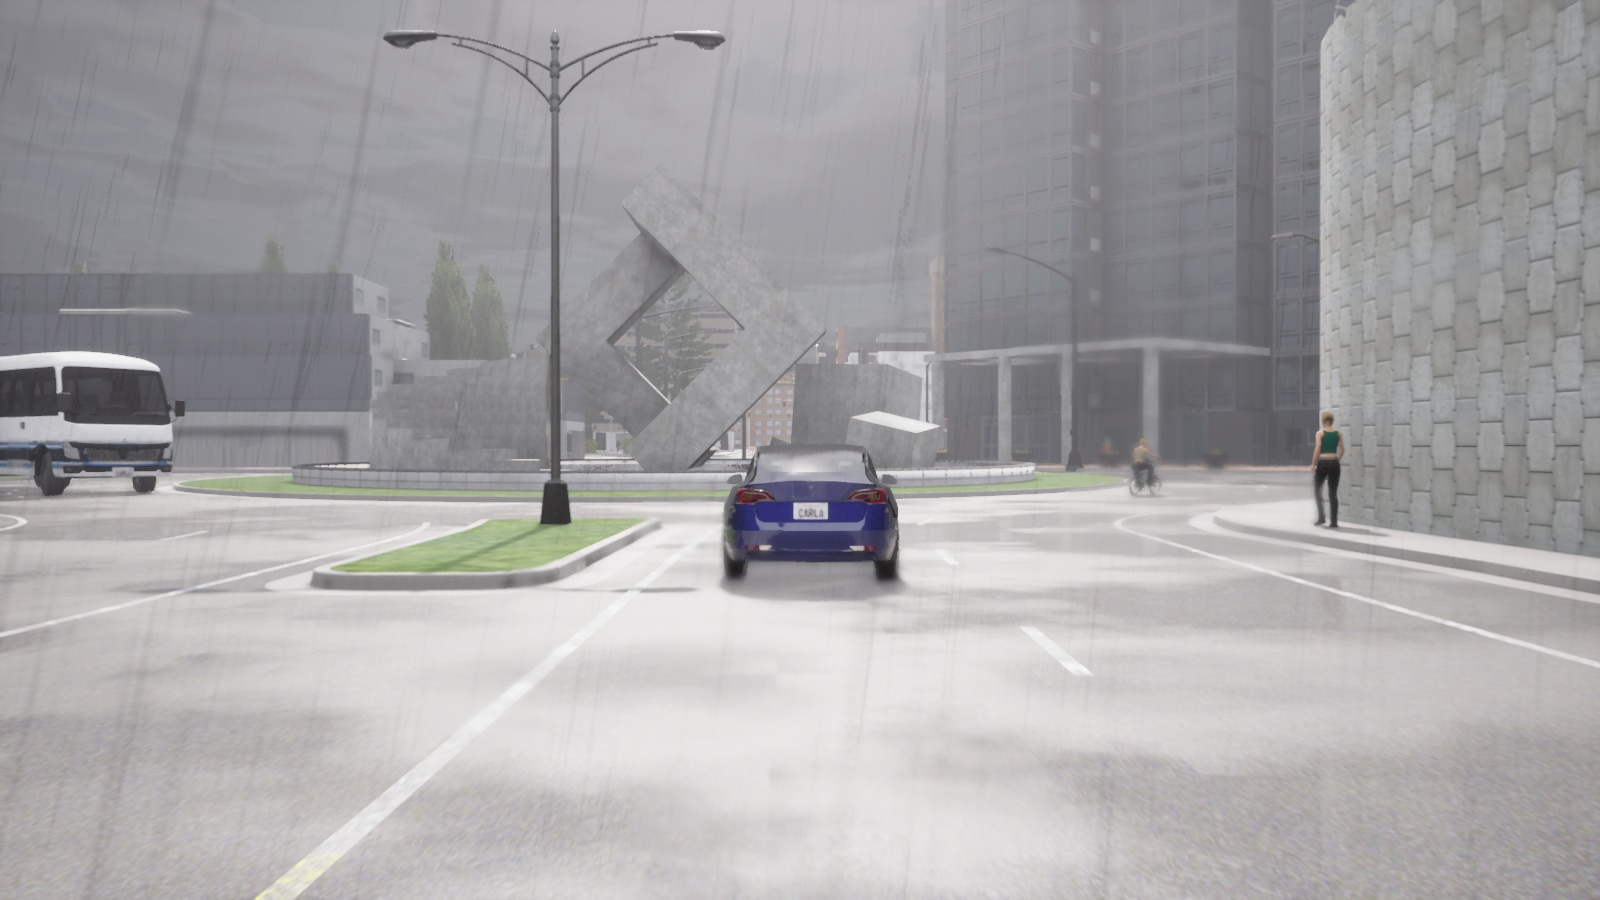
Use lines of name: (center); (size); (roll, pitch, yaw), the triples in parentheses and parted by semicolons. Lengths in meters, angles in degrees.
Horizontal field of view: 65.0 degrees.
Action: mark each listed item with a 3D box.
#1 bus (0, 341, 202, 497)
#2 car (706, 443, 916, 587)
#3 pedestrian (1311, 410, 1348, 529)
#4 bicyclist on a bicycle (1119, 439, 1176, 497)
bus: (-23.139, -0.868, 38.862); (10.273, 4.253, 3.944); (0, 0, 36)
car: (0.145, 0.660, 15.359); (2.163, 1.488, 4.792); (0, 0, 1)
pedestrian: (8.294, 0.297, 19.685); (0.345, 1.836, 0.594); (0, 0, 3)
bicyclist on a bicycle: (9.799, 0.491, 35.406); (1.509, 1.612, 0.866); (0, 0, -40)
